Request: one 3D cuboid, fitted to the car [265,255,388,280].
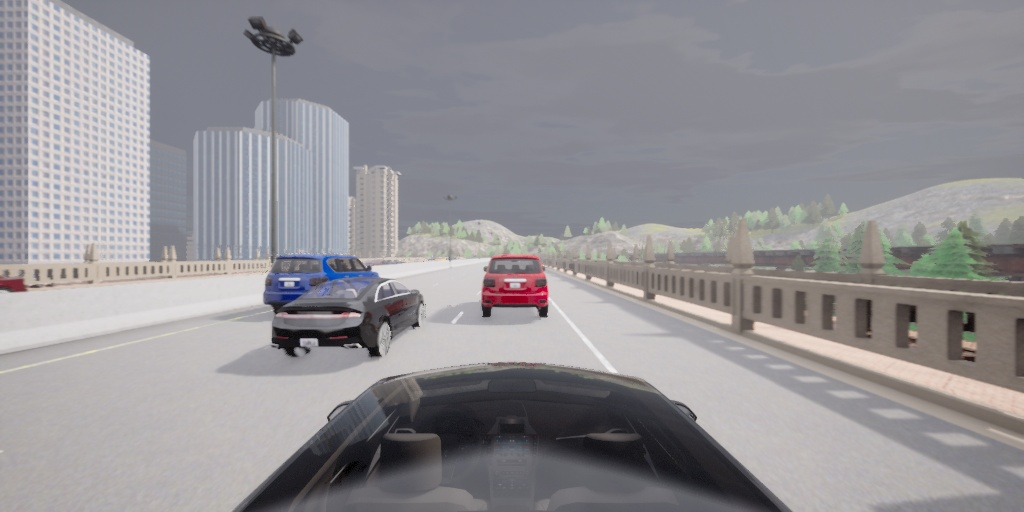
[{"bbox_3d":[-6.908,0.967,13.798,2.150,2.045,5.566,0,0,0],"label":"car"}]

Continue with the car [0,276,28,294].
[{"bbox_3d":[-21.107,1.225,12.735,1.882,1.535,5.008,0,0,0],"label":"car"}]

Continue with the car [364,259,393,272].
[{"bbox_3d":[-17.602,1.208,47.455,1.882,1.535,5.008,0,0,0],"label":"car"}]

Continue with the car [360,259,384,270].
[{"bbox_3d":[-21.082,1.254,54.085,1.812,1.442,4.674,0,0,1],"label":"car"}]

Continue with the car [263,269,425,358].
[{"bbox_3d":[-3.408,1.239,8.445,2.128,1.511,4.902,0,0,0],"label":"car"}]

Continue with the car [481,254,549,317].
[{"bbox_3d":[0.093,0.966,13.308,2.150,2.045,5.566,0,0,0],"label":"car"}]

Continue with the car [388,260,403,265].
[{"bbox_3d":[-14.108,1.224,41.809,2.128,1.511,4.902,0,0,0],"label":"car"}]
